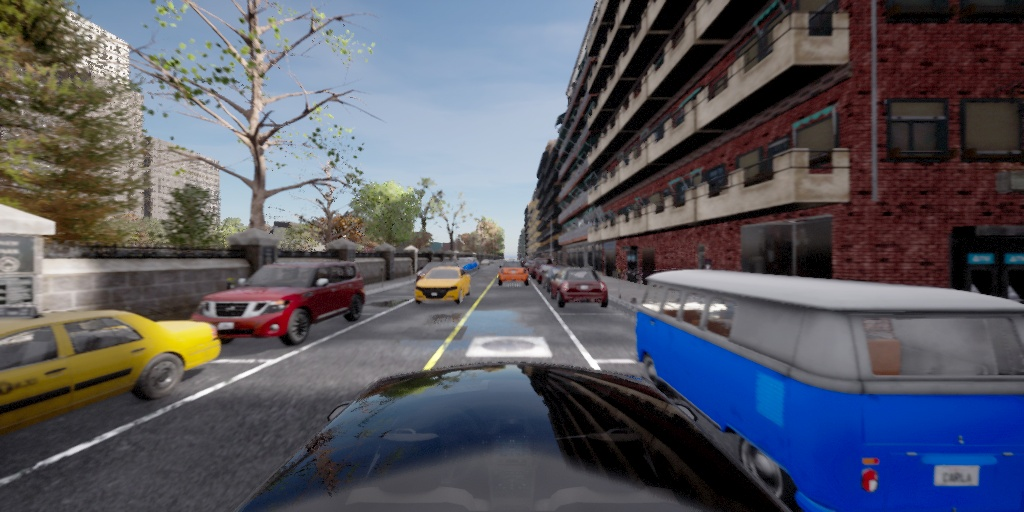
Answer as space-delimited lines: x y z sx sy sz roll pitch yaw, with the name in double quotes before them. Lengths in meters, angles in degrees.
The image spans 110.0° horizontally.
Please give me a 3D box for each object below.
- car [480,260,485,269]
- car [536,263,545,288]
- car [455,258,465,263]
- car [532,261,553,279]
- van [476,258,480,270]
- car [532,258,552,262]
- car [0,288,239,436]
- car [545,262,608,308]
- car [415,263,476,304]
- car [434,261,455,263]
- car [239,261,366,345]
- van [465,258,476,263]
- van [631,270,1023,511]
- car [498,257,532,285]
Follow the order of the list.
"car" -5.688 1.339 54.690 2.007 1.370 4.403 0 0 0
"car" 2.691 1.306 20.910 2.007 1.370 4.403 0 0 0
"car" -5.689 1.202 32.171 1.967 1.591 4.097 0 0 0
"car" 2.691 1.303 26.540 1.888 1.381 4.507 0 0 0
"van" -5.688 1.121 49.060 1.690 1.789 3.998 0 0 0
"car" 2.692 1.077 32.170 2.192 1.841 5.009 0 0 0
"car" -5.690 1.275 3.851 1.751 1.417 4.829 0 0 0
"car" 2.691 1.192 15.280 1.967 1.591 4.097 0 0 0
"car" -3.021 1.231 16.509 1.882 1.535 5.008 0 0 0
"car" -5.689 1.198 26.541 1.967 1.591 4.097 0 0 0
"car" -5.690 1.066 9.651 2.192 1.841 5.009 0 0 0
"van" -5.689 1.114 43.431 1.690 1.789 3.998 0 0 0
"van" 2.691 1.091 4.020 1.690 1.789 3.998 0 0 0
"car" 0.097 1.110 26.309 2.097 1.767 4.553 0 0 0
